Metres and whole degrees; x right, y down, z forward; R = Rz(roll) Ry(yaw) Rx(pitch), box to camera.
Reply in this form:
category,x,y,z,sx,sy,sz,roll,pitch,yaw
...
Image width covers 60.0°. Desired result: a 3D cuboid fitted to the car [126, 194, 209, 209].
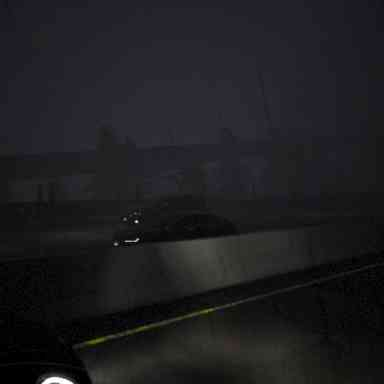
category,x,y,z,sx,sy,sz,roll,pitch,yaw
car,-1.455,1.163,20.110,5.566,2.045,2.150,0,0,-35

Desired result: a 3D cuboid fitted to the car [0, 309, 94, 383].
category,x,y,z,sx,sy,sz,roll,pitch,yaw
car,-2.813,1.364,1.739,4.553,1.767,2.097,-1,0,-35

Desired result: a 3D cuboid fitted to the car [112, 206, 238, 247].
category,x,y,z,sx,sy,sz,roll,pitch,yaw
car,-0.483,1.469,12.218,4.892,1.490,1.837,0,0,-35
